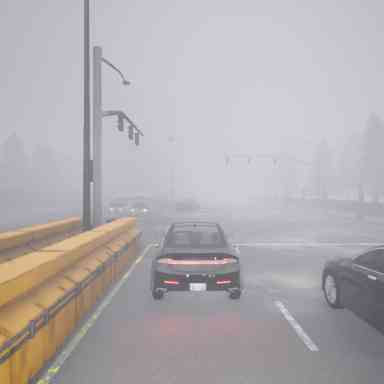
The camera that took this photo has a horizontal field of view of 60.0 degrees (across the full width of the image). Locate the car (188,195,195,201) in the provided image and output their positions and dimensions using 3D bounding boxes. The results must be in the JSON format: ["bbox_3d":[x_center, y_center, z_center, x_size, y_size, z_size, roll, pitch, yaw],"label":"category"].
[{"bbox_3d":[-0.106,1.524,88.507,1.812,1.442,4.674,0,0,0],"label":"car"}]

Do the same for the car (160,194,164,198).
[{"bbox_3d":[-7.116,1.526,65.796,1.812,1.442,4.674,0,0,0],"label":"car"}]

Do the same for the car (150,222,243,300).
[{"bbox_3d":[0.074,1.492,8.401,2.128,1.511,4.902,0,0,-1],"label":"car"}]

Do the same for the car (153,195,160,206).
[{"bbox_3d":[-7.155,1.547,55.983,2.033,1.411,5.357,0,0,0],"label":"car"}]

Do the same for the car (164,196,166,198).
[{"bbox_3d":[-7.091,1.355,75.772,2.097,1.767,4.553,0,0,0],"label":"car"}]

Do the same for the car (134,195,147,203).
[{"bbox_3d":[-10.583,1.478,69.071,1.882,1.535,5.008,0,0,0],"label":"car"}]

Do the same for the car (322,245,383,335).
[{"bbox_3d":[3.595,1.505,4.989,1.837,1.490,4.892,0,0,0],"label":"car"}]

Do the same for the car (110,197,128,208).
[{"bbox_3d":[-10.657,1.547,49.196,2.033,1.411,5.357,0,0,0],"label":"car"}]

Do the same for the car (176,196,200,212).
[{"bbox_3d":[-0.464,1.525,38.045,1.812,1.442,4.674,1,0,17],"label":"car"}]

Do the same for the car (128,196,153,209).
[{"bbox_3d":[-7.154,1.352,46.508,2.097,1.767,4.553,0,0,0],"label":"car"}]

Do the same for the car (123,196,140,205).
[{"bbox_3d":[-10.647,1.492,58.982,2.128,1.511,4.902,0,0,0],"label":"car"}]
